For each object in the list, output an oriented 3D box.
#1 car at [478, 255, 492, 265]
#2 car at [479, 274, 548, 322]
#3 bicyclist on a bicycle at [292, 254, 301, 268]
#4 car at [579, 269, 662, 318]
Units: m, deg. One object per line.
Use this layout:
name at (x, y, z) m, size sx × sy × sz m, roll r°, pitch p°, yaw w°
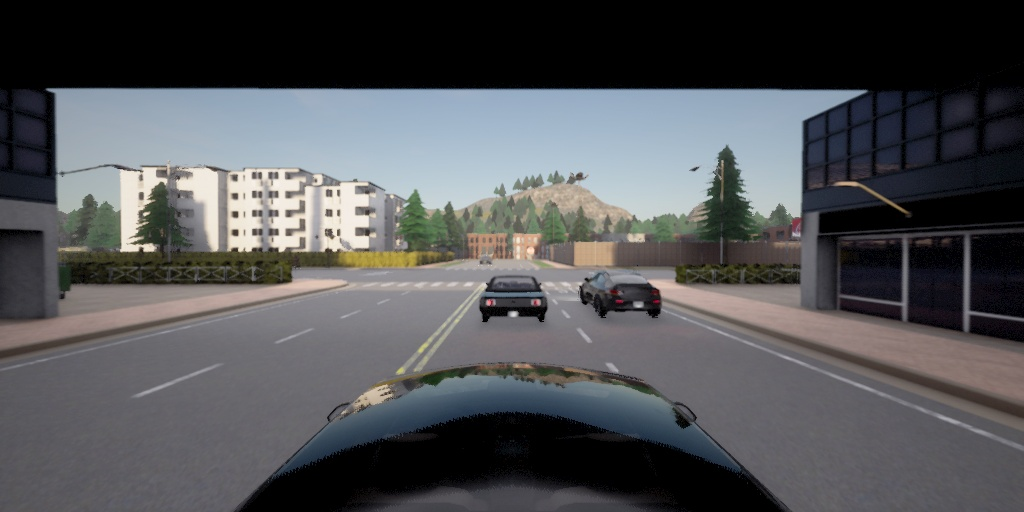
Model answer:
car at (-4.199, 0.662, 57.238) m, size 1.837 × 1.490 × 4.892 m, roll 0°, pitch 1°, yaw 0°
car at (0.056, 1.246, 11.797) m, size 1.895 × 1.301 × 4.718 m, roll 0°, pitch 1°, yaw 0°
bicyclist on a bicycle at (-25.275, 0.633, 42.035) m, size 0.582 × 1.620 × 1.656 m, roll 0°, pitch 1°, yaw 0°
car at (3.566, 1.165, 12.350) m, size 1.812 × 1.442 × 4.674 m, roll 0°, pitch 1°, yaw 0°
